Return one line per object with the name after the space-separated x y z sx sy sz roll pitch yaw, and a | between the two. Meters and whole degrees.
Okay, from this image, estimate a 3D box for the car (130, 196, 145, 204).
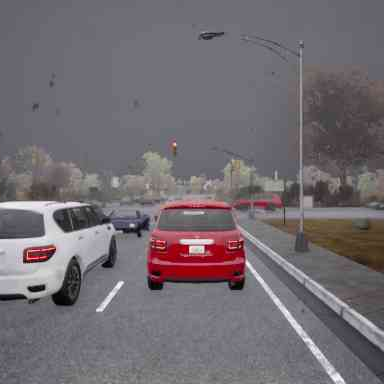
-10.576 1.547 64.694 2.033 1.411 5.357 0 0 1 | car

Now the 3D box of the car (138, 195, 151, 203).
-10.543 1.525 74.536 2.128 1.511 4.902 0 0 0 | car

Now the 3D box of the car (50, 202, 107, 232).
-7.107 1.505 21.398 1.837 1.490 4.892 -1 0 1 | car

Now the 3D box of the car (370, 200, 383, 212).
23.042 1.497 37.078 4.892 1.490 1.837 0 0 3 | car

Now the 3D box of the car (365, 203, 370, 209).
23.776 1.591 40.540 4.718 1.301 1.895 0 0 3 | car

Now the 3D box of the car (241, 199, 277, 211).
8.309 1.563 41.609 4.181 1.385 1.994 0 0 6 | car

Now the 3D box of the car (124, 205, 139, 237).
-3.410 1.601 17.925 1.895 1.301 4.718 0 0 0 | car

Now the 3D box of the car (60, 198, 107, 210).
-13.789 1.547 42.617 5.357 1.411 2.033 0 0 3 | car

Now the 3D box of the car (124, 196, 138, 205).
-10.618 1.505 54.951 1.837 1.490 4.892 0 0 0 | car

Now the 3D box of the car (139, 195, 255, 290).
0.092 1.221 9.217 2.150 2.045 5.566 0 0 0 | car

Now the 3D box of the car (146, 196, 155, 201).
-10.547 1.595 84.582 1.895 1.301 4.718 0 0 0 | car

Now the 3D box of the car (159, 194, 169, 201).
-7.047 1.355 84.217 2.097 1.767 4.553 0 0 0 | car

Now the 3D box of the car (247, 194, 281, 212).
7.318 1.221 37.928 5.566 2.045 2.150 0 0 3 | car

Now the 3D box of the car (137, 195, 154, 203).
-7.113 1.547 54.557 2.033 1.411 5.357 0 0 0 | car

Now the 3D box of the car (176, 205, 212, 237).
0.090 1.526 18.911 1.812 1.442 4.674 0 0 0 | car

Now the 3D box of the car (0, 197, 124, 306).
-3.405 1.221 8.157 2.150 2.045 5.566 0 0 0 | car
